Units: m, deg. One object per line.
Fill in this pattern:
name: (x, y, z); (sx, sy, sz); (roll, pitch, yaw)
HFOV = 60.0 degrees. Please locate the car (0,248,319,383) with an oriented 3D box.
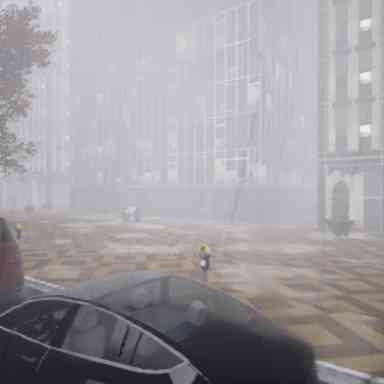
car: (-0.902, 1.557, 3.522); (4.313, 1.339, 1.947); (0, 0, 36)

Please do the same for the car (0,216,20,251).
car: (-5.397, 1.288, 6.730); (5.009, 1.841, 2.192); (0, 0, 36)
